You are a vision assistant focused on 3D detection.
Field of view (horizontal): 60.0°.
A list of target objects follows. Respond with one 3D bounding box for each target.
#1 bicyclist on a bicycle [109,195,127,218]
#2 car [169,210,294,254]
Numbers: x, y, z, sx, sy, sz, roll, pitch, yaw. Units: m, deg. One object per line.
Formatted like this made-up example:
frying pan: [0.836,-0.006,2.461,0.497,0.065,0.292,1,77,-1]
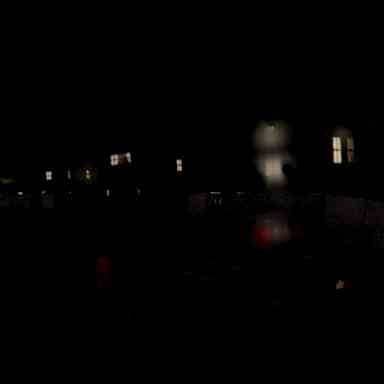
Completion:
bicyclist on a bicycle: [-5.545,1.068,24.935,0.582,1.620,1.656,0,3,44]
car: [1.300,1.436,13.226,2.033,1.411,5.357,-4,3,-40]
